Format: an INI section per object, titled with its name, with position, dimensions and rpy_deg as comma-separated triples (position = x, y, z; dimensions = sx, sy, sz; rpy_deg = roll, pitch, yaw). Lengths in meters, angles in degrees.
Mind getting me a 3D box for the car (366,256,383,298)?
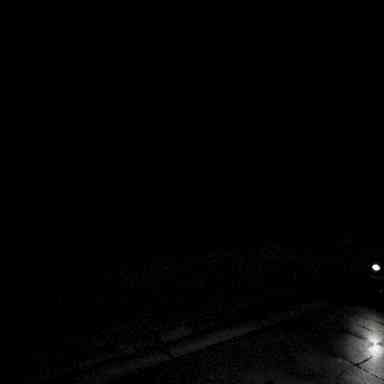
[car]
position = 5.775, 1.548, 7.183
dimensions = 4.718, 1.301, 1.895
rpy_deg = 0, 0, -35
